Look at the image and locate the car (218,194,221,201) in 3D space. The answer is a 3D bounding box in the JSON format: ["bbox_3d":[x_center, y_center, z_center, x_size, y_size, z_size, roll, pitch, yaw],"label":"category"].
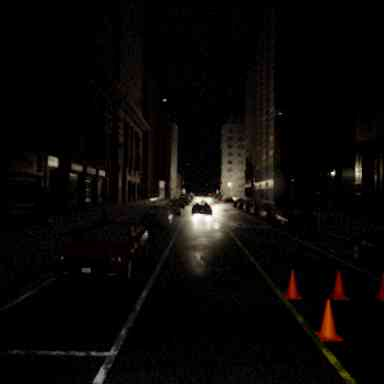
[{"bbox_3d":[7.358,1.512,71.451,1.967,1.590,4.097,1,0,1],"label":"car"}]

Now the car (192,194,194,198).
[{"bbox_3d":[-1.169,1.541,71.604,1.947,1.339,4.313,1,0,1],"label":"car"}]

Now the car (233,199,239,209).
[{"bbox_3d":[6.824,1.630,43.332,1.887,1.381,4.507,1,0,1],"label":"car"}]

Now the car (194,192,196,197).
[{"bbox_3d":[-0.844,1.278,88.474,2.192,1.841,5.009,1,0,1],"label":"car"}]

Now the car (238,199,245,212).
[{"bbox_3d":[6.718,1.631,37.708,1.887,1.381,4.507,1,0,1],"label":"car"}]

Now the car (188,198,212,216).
[{"bbox_3d":[0.942,1.585,32.469,1.994,1.385,4.181,1,0,1],"label":"car"}]

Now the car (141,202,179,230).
[{"bbox_3d":[-2.124,1.536,20.993,2.008,1.369,4.403,1,0,1],"label":"car"}]

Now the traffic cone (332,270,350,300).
[{"bbox_3d":[3.187,1.996,7.231,0.340,0.580,0.340,1,0,1],"label":"traffic cone"}]

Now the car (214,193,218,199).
[{"bbox_3d":[7.674,1.611,88.322,2.008,1.369,4.403,1,0,1],"label":"car"}]

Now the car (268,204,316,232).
[{"bbox_3d":[6.399,1.634,20.837,2.008,1.369,4.403,1,0,1],"label":"car"}]

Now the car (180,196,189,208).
[{"bbox_3d":[-1.700,1.570,43.487,1.802,1.307,4.206,1,0,1],"label":"car"}]

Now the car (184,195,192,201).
[{"bbox_3d":[-0.958,1.493,82.681,1.752,1.417,4.829,1,0,1],"label":"car"}]

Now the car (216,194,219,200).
[{"bbox_3d":[7.568,1.609,82.698,1.887,1.381,4.507,1,0,1],"label":"car"}]

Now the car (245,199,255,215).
[{"bbox_3d":[6.612,1.631,32.084,1.887,1.381,4.507,1,0,1],"label":"car"}]

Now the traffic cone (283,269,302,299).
[{"bbox_3d":[2.187,1.985,7.250,0.340,0.580,0.340,1,0,1],"label":"traffic cone"}]

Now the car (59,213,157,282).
[{"bbox_3d":[-2.337,1.523,9.746,1.887,1.381,4.507,1,0,1],"label":"car"}]

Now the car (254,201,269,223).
[{"bbox_3d":[6.505,1.630,26.461,1.887,1.381,4.507,1,0,1],"label":"car"}]

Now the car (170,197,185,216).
[{"bbox_3d":[-1.915,1.514,32.070,1.752,1.417,4.829,1,0,1],"label":"car"}]

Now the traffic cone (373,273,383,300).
[{"bbox_3d":[4.186,2.008,7.213,0.340,0.580,0.340,1,0,1],"label":"traffic cone"}]

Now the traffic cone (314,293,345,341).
[{"bbox_3d":[2.149,1.983,5.251,0.340,0.580,0.340,1,0,1],"label":"traffic cone"}]

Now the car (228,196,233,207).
[{"bbox_3d":[6.930,1.650,48.957,1.947,1.339,4.313,1,0,1],"label":"car"}]

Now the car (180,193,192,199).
[{"bbox_3d":[-1.484,1.424,54.734,1.967,1.590,4.097,1,0,1],"label":"car"}]

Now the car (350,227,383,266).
[{"bbox_3d":[6.186,1.627,9.590,2.008,1.369,4.403,1,0,1],"label":"car"}]

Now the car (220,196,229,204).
[{"bbox_3d":[7.250,1.620,65.827,1.887,1.381,4.507,1,0,1],"label":"car"}]
